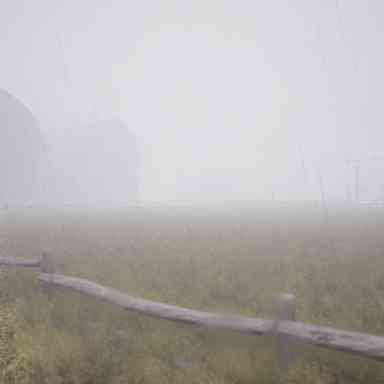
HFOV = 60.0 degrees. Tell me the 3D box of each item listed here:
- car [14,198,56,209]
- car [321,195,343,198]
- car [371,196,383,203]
[{"bbox_3d":[-18.589,1.543,39.471,2.097,1.767,4.553,0,0,32],"label":"car"},{"bbox_3d":[36.138,1.448,86.922,4.605,1.855,1.932,0,0,35],"label":"car"},{"bbox_3d":[39.095,1.571,67.860,4.611,1.667,2.242,0,0,35],"label":"car"}]
